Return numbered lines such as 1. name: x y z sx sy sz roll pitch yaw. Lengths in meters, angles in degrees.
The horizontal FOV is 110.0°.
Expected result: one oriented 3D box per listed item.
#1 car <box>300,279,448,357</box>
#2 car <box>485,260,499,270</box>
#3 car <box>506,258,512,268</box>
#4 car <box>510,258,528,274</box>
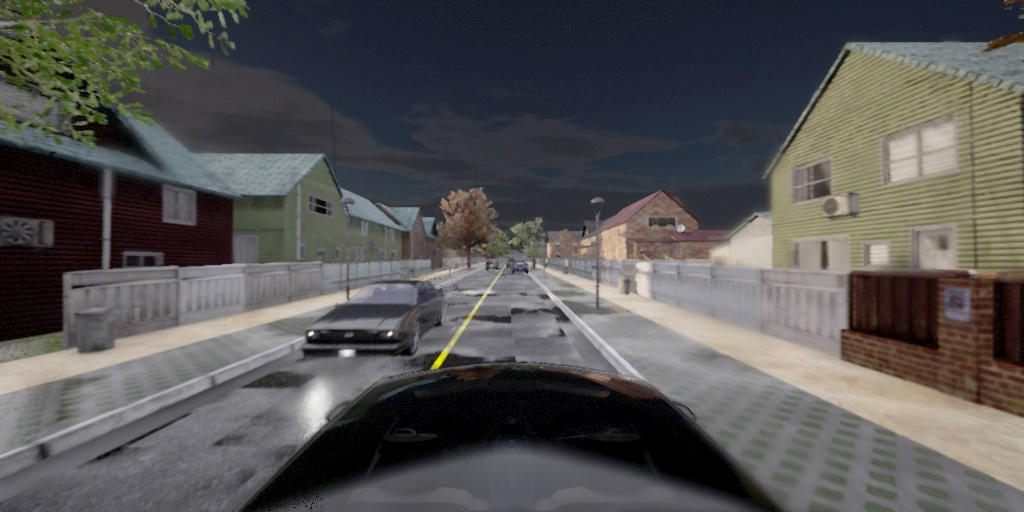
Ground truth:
1. car: -2.852 1.299 8.864 2.033 1.411 5.357 0 0 0
2. car: -2.828 1.268 51.866 2.128 1.511 4.902 0 0 0
3. car: -0.015 1.277 61.342 2.128 1.511 4.902 0 0 0
4. car: 0.953 1.294 42.204 1.812 1.442 4.674 0 0 0
